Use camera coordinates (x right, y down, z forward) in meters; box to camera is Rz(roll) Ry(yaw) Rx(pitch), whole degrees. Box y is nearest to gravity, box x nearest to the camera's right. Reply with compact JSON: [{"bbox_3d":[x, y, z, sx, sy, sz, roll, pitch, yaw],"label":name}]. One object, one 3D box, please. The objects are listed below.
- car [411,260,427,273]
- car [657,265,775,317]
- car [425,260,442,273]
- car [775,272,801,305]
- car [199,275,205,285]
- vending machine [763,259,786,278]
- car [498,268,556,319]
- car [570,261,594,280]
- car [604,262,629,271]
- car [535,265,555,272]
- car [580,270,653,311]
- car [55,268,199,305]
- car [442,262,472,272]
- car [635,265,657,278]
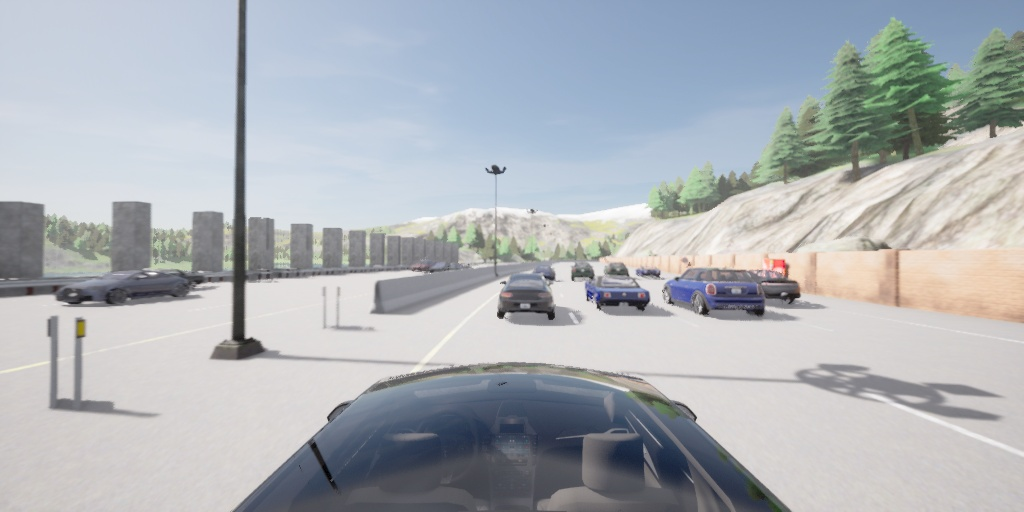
[{"bbox_3d":[-12.225,1.362,49.673,2.097,1.767,4.553,0,-1,10],"label":"car"},{"bbox_3d":[7.645,1.217,14.097,2.097,1.767,4.553,0,0,4],"label":"car"},{"bbox_3d":[-9.117,1.555,47.251,2.033,1.411,5.357,0,0,10],"label":"car"},{"bbox_3d":[11.428,1.395,17.188,2.128,1.511,4.902,0,0,5],"label":"car"},{"bbox_3d":[-20.146,1.380,20.025,1.895,1.301,4.718,0,0,6],"label":"car"},{"bbox_3d":[17.008,1.163,23.287,1.100,2.100,0.880,0,0,8],"label":"vending machine"},{"bbox_3d":[0.552,1.353,13.146,1.812,1.442,4.674,0,0,4],"label":"car"},{"bbox_3d":[6.623,1.342,33.960,2.097,1.767,4.553,0,0,9],"label":"car"},{"bbox_3d":[10.612,1.379,36.781,2.097,1.767,4.553,0,0,9],"label":"car"},{"bbox_3d":[2.990,1.535,33.276,1.994,1.385,4.181,0,0,9],"label":"car"},{"bbox_3d":[4.187,1.457,15.059,1.895,1.301,4.718,0,0,5],"label":"car"},{"bbox_3d":[-16.951,1.331,15.951,1.994,1.385,4.181,0,0,4],"label":"car"},{"bbox_3d":[-6.326,1.591,42.792,1.895,1.301,4.718,0,0,10],"label":"car"},{"bbox_3d":[14.378,1.654,38.187,1.895,1.301,4.718,0,0,9],"label":"car"}]
